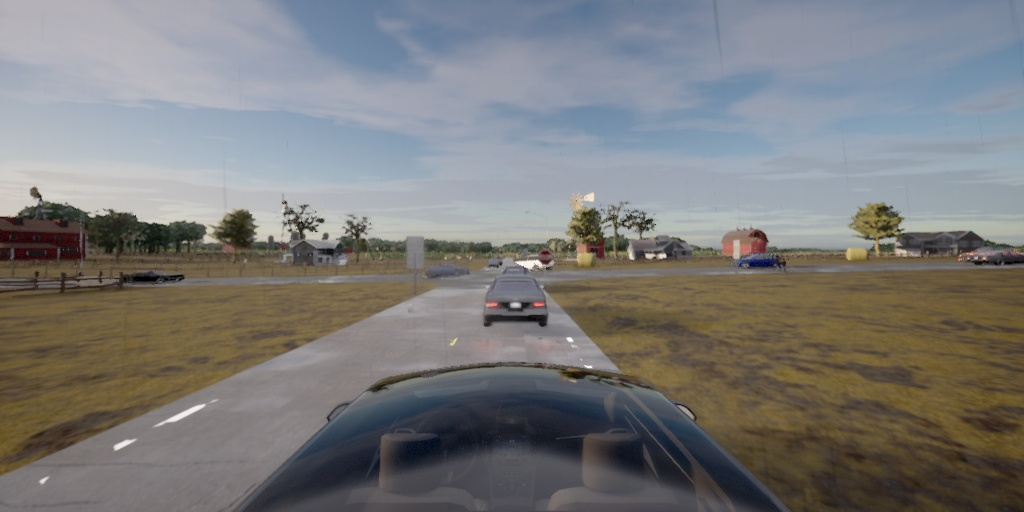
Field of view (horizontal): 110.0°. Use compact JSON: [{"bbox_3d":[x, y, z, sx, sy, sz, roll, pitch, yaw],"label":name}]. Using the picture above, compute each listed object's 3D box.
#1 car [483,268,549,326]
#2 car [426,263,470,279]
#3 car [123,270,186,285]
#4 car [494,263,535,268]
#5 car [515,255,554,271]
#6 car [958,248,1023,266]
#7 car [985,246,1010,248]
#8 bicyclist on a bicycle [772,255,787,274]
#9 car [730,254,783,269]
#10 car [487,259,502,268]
[{"bbox_3d":[0.099,1.287,11.535,2.033,1.411,5.357,0,0,0],"label":"car"},{"bbox_3d":[-6.154,1.387,34.567,4.181,1.385,1.994,-2,0,0],"label":"car"},{"bbox_3d":[-34.464,2.011,34.523,4.718,1.301,1.895,-1,1,0],"label":"car"},{"bbox_3d":[0.233,1.295,21.652,1.994,1.385,4.181,0,0,3],"label":"car"},{"bbox_3d":[2.553,0.873,42.859,2.150,2.045,5.566,-3,0,-39],"label":"car"},{"bbox_3d":[47.378,0.200,34.657,5.357,1.411,2.033,-1,1,0],"label":"car"},{"bbox_3d":[50.755,-0.138,38.223,4.553,1.767,2.097,-1,1,0],"label":"car"},{"bbox_3d":[22.855,0.724,30.687,0.582,1.620,1.656,-1,0,0],"label":"bicyclist on a bicycle"},{"bbox_3d":[25.985,0.535,38.283,5.008,1.535,1.882,-1,1,0],"label":"car"},{"bbox_3d":[-2.980,1.232,56.917,1.837,1.490,4.892,0,0,-1],"label":"car"}]
